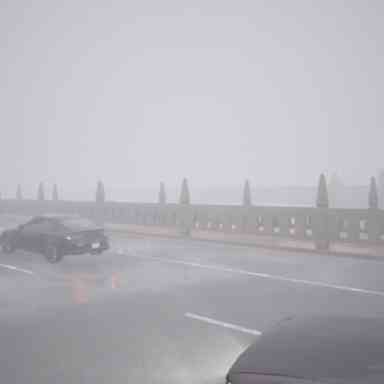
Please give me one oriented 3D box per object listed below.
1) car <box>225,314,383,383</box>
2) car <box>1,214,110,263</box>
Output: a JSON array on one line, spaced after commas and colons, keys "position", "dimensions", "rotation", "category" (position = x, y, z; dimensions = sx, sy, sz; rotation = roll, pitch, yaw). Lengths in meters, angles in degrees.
[{"position": [2.812, 1.550, 1.995], "dimensions": [5.357, 1.411, 2.033], "rotation": [0, 0, 35], "category": "car"}, {"position": [-4.897, 1.501, 11.787], "dimensions": [4.674, 1.442, 1.812], "rotation": [0, 0, 36], "category": "car"}]
